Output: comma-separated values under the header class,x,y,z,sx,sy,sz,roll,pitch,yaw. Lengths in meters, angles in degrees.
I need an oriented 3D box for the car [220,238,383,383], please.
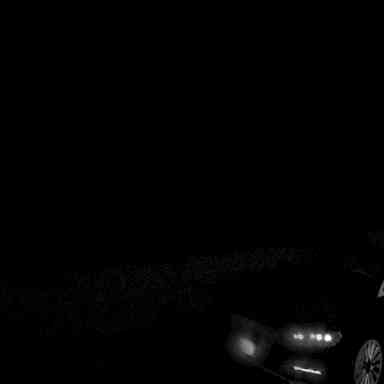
class,x,y,z,sx,sy,sz,roll,pitch,yaw
car,2.640,1.548,5.263,4.902,1.511,2.128,1,0,-36
